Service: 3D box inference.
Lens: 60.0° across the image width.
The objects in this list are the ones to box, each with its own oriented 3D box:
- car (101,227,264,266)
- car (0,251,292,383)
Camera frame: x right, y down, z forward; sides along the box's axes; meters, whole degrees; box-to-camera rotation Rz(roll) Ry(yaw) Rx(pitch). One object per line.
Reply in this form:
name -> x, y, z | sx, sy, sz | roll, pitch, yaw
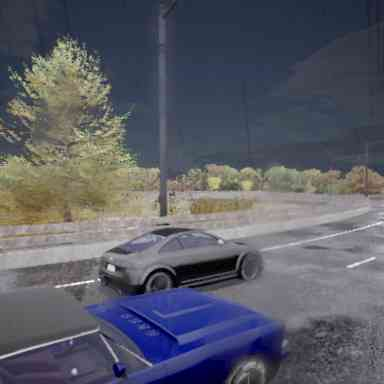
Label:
car -> -0.131, 1.582, 8.329 | 4.181, 1.385, 1.994 | 0, 0, -38
car -> -1.229, 1.617, 3.011 | 4.718, 1.301, 1.895 | 0, 0, -37
